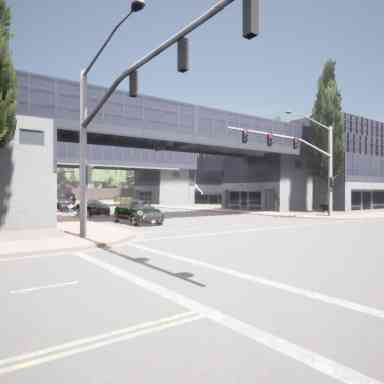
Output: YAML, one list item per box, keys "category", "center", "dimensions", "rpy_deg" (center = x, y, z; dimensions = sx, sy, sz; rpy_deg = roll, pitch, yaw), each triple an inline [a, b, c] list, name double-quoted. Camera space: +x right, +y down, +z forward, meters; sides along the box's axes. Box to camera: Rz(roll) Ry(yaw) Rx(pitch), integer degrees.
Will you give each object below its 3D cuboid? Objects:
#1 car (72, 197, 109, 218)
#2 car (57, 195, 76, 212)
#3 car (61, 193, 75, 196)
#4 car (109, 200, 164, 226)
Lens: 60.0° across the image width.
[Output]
- category: "car"
  center: [-9.268, 1.478, 31.001]
  dimensions: [1.882, 1.535, 5.008]
  rpy_deg: [0, 0, -36]
- category: "car"
  center: [-14.846, 1.492, 38.674]
  dimensions: [2.128, 1.511, 4.902]
  rpy_deg: [0, 0, -36]
- category: "car"
  center: [-23.706, 1.221, 63.055]
  dimensions: [2.150, 2.045, 5.566]
  rpy_deg: [0, 0, -36]
- category: "car"
  center: [-3.820, 1.352, 23.514]
  dimensions: [2.097, 1.767, 4.553]
  rpy_deg: [0, 0, -36]
